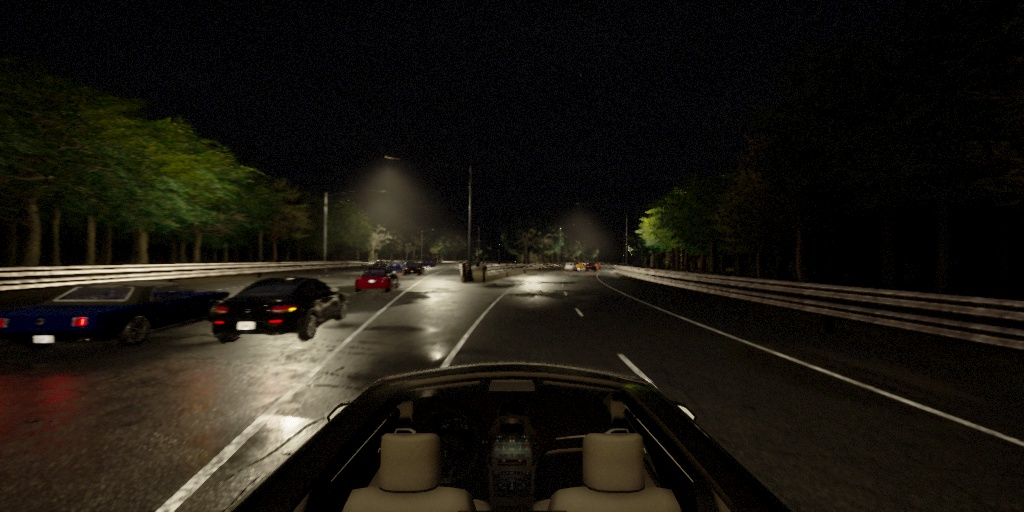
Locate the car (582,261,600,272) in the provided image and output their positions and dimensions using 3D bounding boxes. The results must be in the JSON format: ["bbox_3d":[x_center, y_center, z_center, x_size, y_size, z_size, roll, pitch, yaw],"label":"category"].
[{"bbox_3d":[14.016,2.027,63.708,1.837,1.490,4.892,1,-1,17],"label":"car"}]

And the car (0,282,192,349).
[{"bbox_3d":[-9.210,1.289,8.913,1.895,1.301,4.718,1,-1,-11],"label":"car"}]

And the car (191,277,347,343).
[{"bbox_3d":[-5.847,1.268,9.549,1.812,1.442,4.674,1,-1,-11],"label":"car"}]

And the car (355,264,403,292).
[{"bbox_3d":[-8.164,1.397,22.002,1.994,1.385,4.181,1,-1,-10],"label":"car"}]

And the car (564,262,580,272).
[{"bbox_3d":[10.552,2.012,64.353,1.812,1.442,4.674,1,-1,17],"label":"car"}]

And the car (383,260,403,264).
[{"bbox_3d":[-15.244,1.316,47.988,2.097,1.767,4.553,1,0,-6],"label":"car"}]

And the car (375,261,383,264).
[{"bbox_3d":[-19.412,1.458,53.921,1.837,1.490,4.892,1,-1,-5],"label":"car"}]

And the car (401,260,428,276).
[{"bbox_3d":[-10.930,1.488,40.477,1.812,1.442,4.674,1,-1,-7],"label":"car"}]
